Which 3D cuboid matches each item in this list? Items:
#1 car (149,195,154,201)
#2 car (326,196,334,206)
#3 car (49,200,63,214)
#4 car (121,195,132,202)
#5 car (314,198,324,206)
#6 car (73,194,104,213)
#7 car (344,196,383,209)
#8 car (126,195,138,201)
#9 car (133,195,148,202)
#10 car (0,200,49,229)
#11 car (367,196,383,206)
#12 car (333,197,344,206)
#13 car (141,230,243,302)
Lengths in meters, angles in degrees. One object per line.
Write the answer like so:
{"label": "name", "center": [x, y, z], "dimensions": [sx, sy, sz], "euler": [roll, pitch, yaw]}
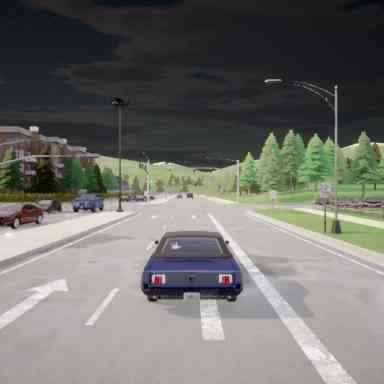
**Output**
{"label": "car", "center": [-11.816, 1.540, 85.829], "dimensions": [2.033, 1.411, 5.357], "euler": [0, 0, -1]}
{"label": "car", "center": [23.968, 1.492, 51.959], "dimensions": [4.902, 1.511, 2.128], "euler": [0, 0, 0]}
{"label": "car", "center": [-15.080, 1.525, 34.770], "dimensions": [1.812, 1.442, 4.674], "euler": [0, 0, 0]}
{"label": "car", "center": [-15.167, 1.478, 75.888], "dimensions": [1.882, 1.535, 5.008], "euler": [0, 0, -1]}
{"label": "car", "center": [22.845, 1.492, 55.448], "dimensions": [4.902, 1.511, 2.128], "euler": [0, 0, 0]}
{"label": "car", "center": [-11.592, 1.218, 37.596], "dimensions": [2.150, 2.045, 5.566], "euler": [0, 1, 0]}
{"label": "car", "center": [23.621, 1.351, 44.959], "dimensions": [4.553, 1.767, 2.097], "euler": [0, 0, 0]}
{"label": "car", "center": [-15.310, 1.525, 85.364], "dimensions": [2.128, 1.511, 4.902], "euler": [0, 0, -1]}
{"label": "car", "center": [-11.670, 1.478, 76.125], "dimensions": [1.882, 1.535, 5.008], "euler": [0, 0, -1]}
{"label": "car", "center": [-11.553, 1.478, 21.800], "dimensions": [1.882, 1.535, 5.008], "euler": [0, 0, 0]}
{"label": "car", "center": [32.138, 1.491, 55.495], "dimensions": [4.902, 1.511, 2.128], "euler": [0, 0, 0]}
{"label": "car", "center": [23.727, 1.601, 48.459], "dimensions": [4.718, 1.301, 1.895], "euler": [0, 0, 0]}
{"label": "car", "center": [0.001, 1.601, 8.240], "dimensions": [1.895, 1.301, 4.718], "euler": [0, 0, 0]}
